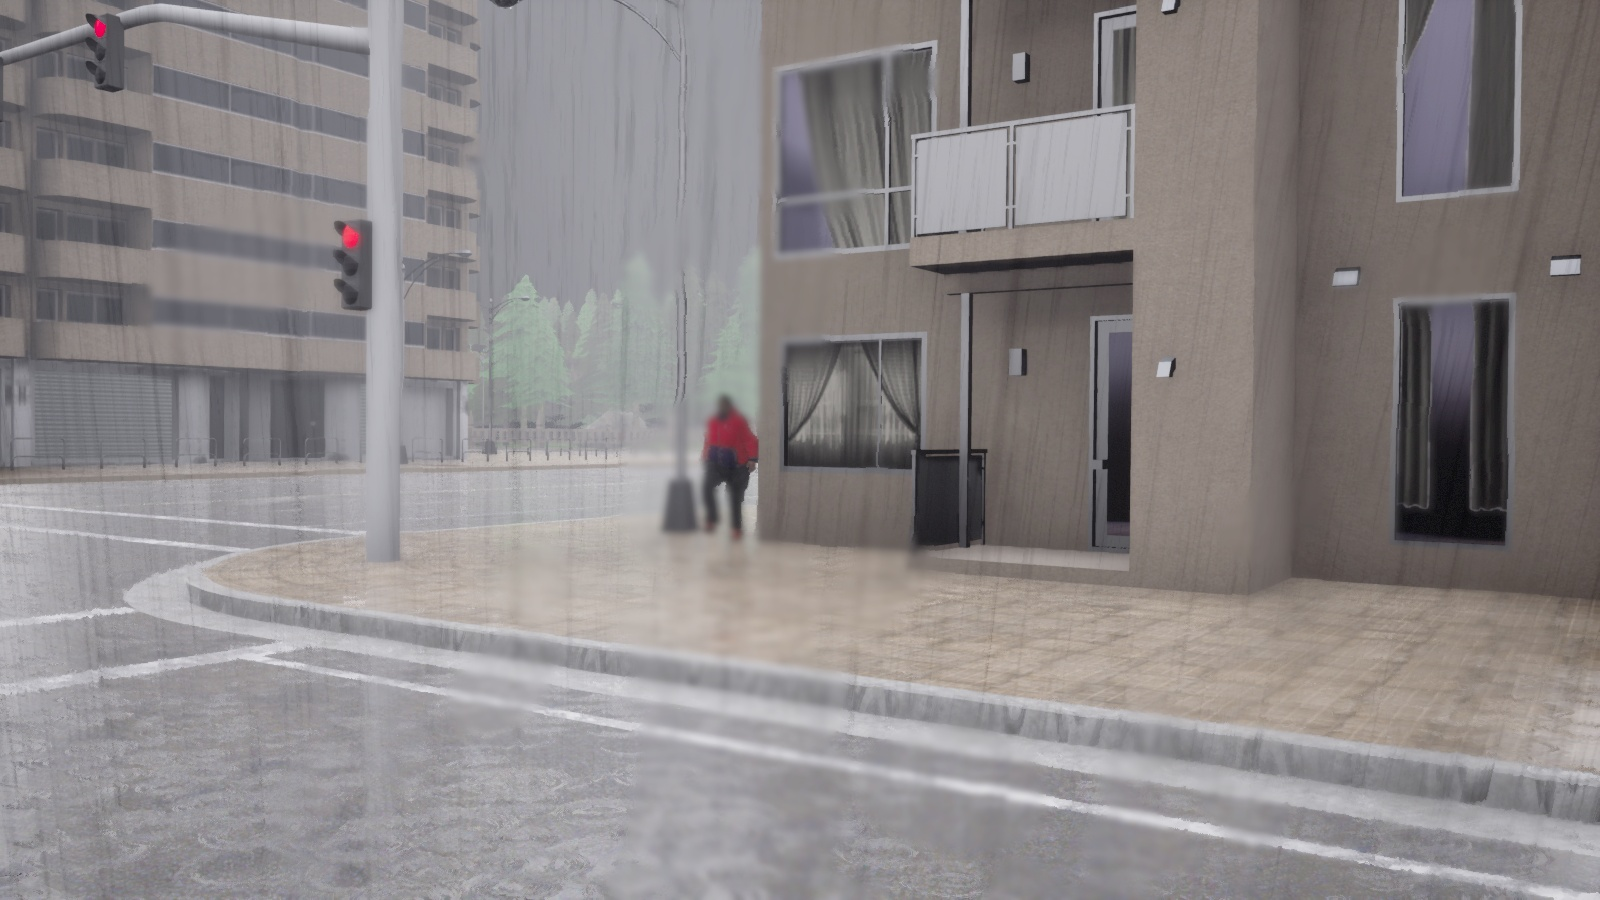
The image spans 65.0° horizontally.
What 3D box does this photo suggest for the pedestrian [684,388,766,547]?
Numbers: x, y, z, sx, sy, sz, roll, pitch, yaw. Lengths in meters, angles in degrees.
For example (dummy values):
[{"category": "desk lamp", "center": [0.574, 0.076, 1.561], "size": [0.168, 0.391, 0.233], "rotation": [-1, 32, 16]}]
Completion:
[{"category": "pedestrian", "center": [-0.895, 0.192, 15.093], "size": [0.634, 1.844, 0.899], "rotation": [0, 1, 23]}]
